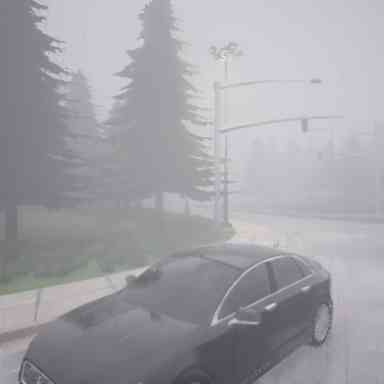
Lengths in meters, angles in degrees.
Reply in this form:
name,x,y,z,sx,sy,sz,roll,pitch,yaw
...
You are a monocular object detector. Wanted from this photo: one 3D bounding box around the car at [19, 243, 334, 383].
name,x,y,z,sx,sy,sz,roll,pitch,yaw
car,0.337,1.556,4.569,1.837,1.490,4.892,1,0,43
